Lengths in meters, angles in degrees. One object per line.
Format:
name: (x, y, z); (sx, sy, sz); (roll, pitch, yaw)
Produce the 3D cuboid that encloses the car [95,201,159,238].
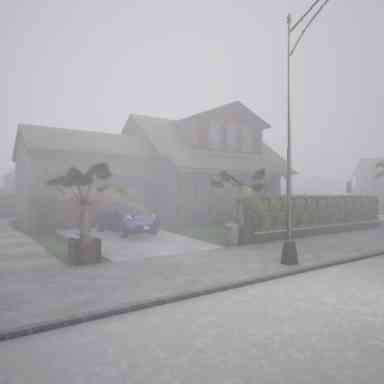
car: (-3.024, 1.173, 15.290); (1.845, 1.501, 3.633); (0, 0, -38)
